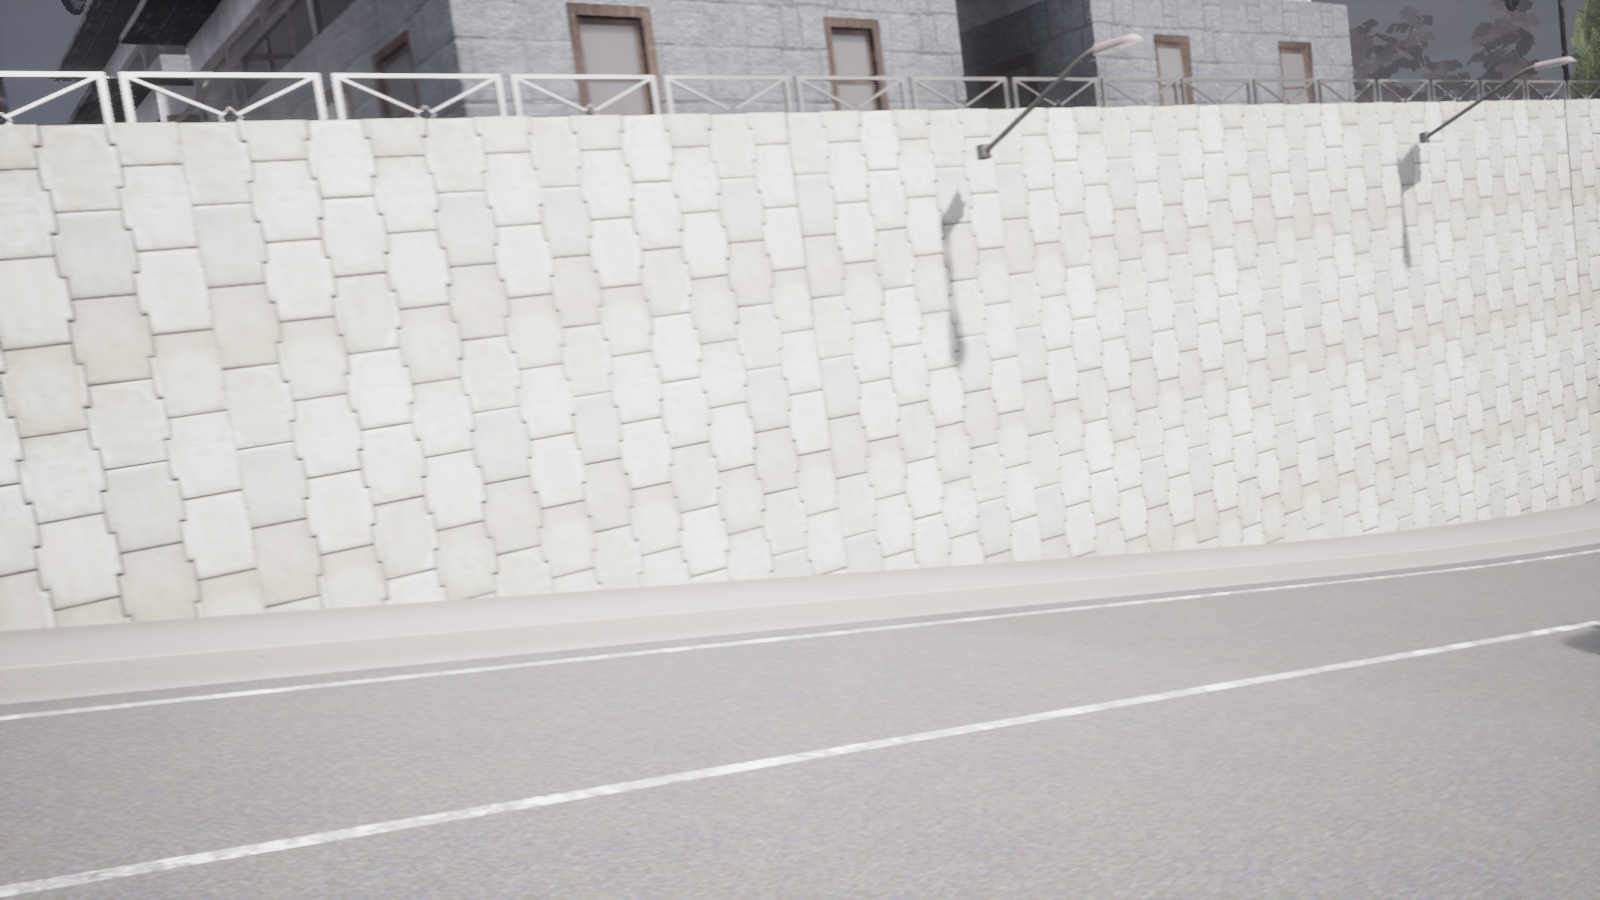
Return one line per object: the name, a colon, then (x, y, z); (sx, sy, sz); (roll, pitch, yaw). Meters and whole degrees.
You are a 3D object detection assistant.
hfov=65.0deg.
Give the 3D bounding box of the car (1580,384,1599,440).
car: (25.088, -1.191, 35.955); (1.816, 1.474, 4.193); (-12, 7, -35)
